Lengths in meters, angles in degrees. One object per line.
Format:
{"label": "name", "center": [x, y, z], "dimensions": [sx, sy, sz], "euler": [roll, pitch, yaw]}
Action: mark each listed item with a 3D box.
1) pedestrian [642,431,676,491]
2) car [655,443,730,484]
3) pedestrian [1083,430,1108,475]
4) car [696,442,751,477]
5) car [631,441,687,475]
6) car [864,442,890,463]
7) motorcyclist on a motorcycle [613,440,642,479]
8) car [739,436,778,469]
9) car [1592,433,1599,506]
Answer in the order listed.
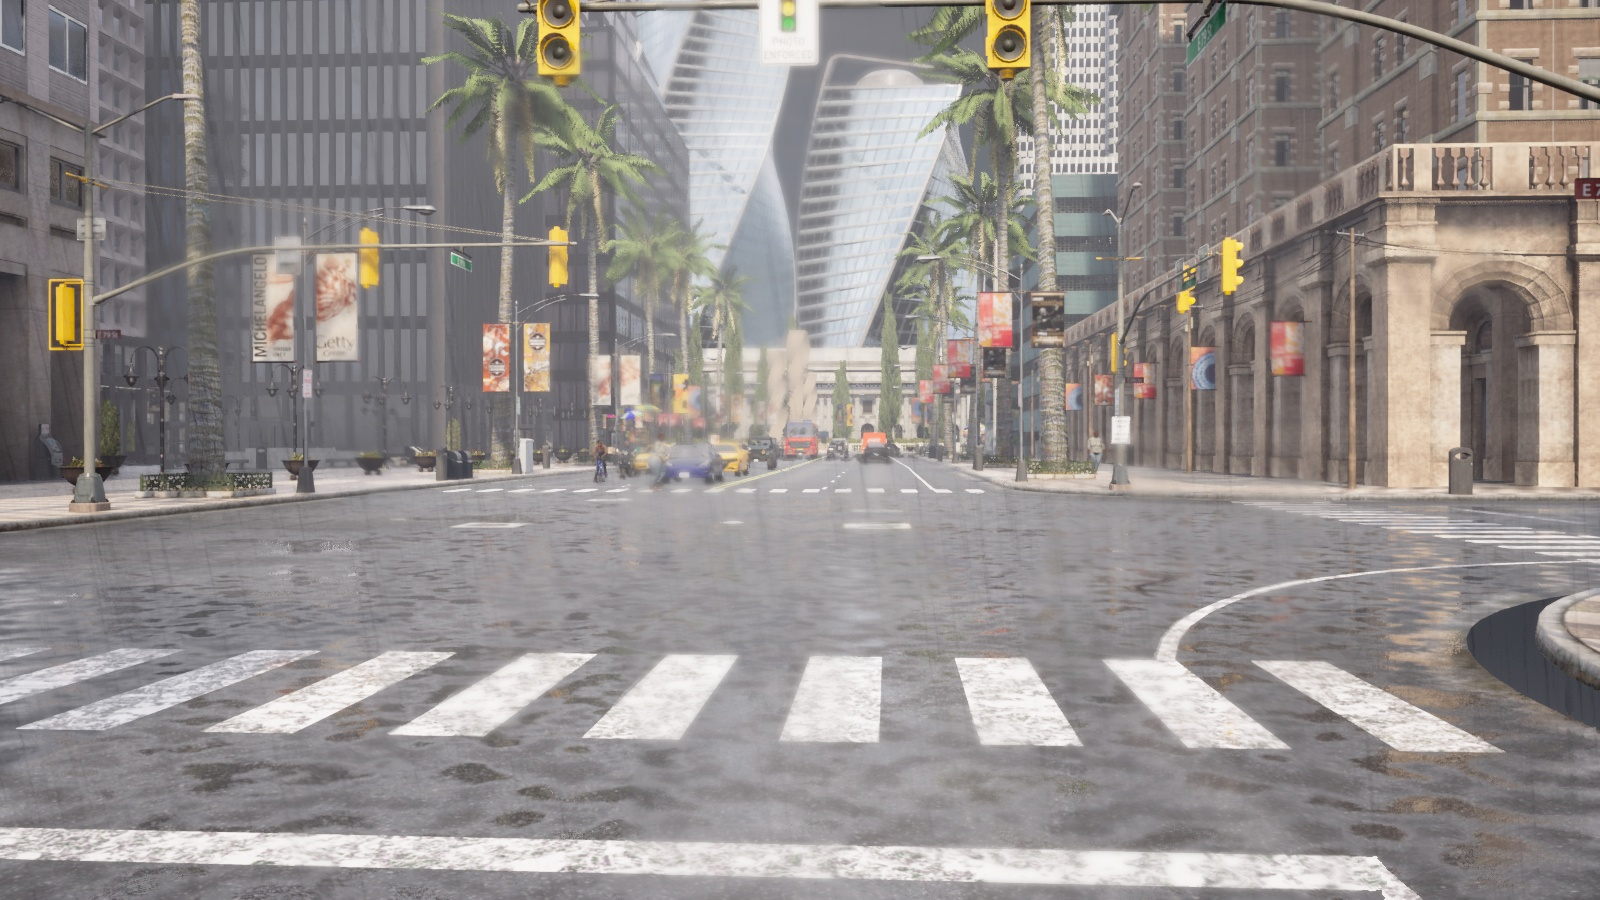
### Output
{"label": "pedestrian", "center": [-4.365, 0.330, 38.892], "dimensions": [0.900, 1.855, 0.874], "euler": [0, 0, 2]}
{"label": "car", "center": [-4.036, 0.473, 47.851], "dimensions": [2.163, 1.488, 4.792], "euler": [0, 0, 4]}
{"label": "pedestrian", "center": [12.284, 0.118, 52.182], "dimensions": [0.874, 1.855, 0.900], "euler": [0, 0, 5]}
{"label": "car", "center": [-3.441, 0.398, 57.258], "dimensions": [1.882, 1.535, 5.008], "euler": [0, 0, 4]}
{"label": "car", "center": [-6.738, 0.338, 60.588], "dimensions": [1.801, 1.575, 5.366], "euler": [0, 0, 4]}
{"label": "car", "center": [5.739, 0.197, 94.109], "dimensions": [1.882, 1.535, 5.008], "euler": [0, 0, 3]}
{"label": "motorcyclist on a motorcycle", "center": [-7.234, 0.396, 52.741], "dimensions": [0.866, 1.590, 1.817], "euler": [0, 0, 4]}
{"label": "car", "center": [-2.400, 0.126, 73.371], "dimensions": [1.905, 1.878, 3.866], "euler": [0, 0, 4]}
{"label": "car", "center": [20.418, 0.451, 27.582], "dimensions": [4.611, 1.667, 2.242], "euler": [0, 0, 3]}
